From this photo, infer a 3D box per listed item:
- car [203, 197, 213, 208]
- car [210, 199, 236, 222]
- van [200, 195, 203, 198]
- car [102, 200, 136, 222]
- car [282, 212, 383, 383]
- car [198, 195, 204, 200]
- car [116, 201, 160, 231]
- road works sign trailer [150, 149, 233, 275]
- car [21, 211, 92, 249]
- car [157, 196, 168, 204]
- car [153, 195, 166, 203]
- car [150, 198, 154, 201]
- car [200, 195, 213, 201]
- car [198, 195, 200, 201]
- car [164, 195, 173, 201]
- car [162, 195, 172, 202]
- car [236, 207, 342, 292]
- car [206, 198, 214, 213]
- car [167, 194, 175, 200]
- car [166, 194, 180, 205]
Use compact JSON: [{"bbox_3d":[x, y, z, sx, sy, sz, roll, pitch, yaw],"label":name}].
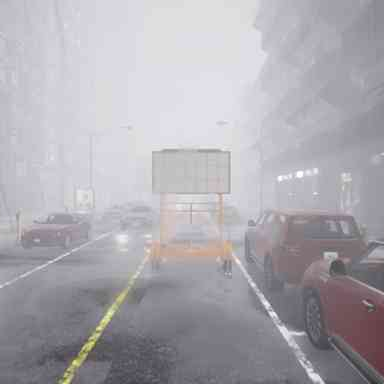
[{"bbox_3d":[2.626,1.548,37.121,2.008,1.369,4.403,1,0,0],"label":"car"},{"bbox_3d":[2.649,1.527,25.978,1.752,1.417,4.829,1,0,0],"label":"car"},{"bbox_3d":[2.595,1.328,54.092,1.690,1.788,3.998,1,0,0],"label":"van"},{"bbox_3d":[-5.733,1.584,25.825,1.802,1.307,4.206,1,0,0],"label":"car"},{"bbox_3d":[2.697,1.316,3.181,2.192,1.841,5.009,1,0,0],"label":"car"},{"bbox_3d":[2.513,1.528,93.688,1.802,1.307,4.206,1,0,0],"label":"car"},{"bbox_3d":[-3.143,1.528,20.752,1.812,1.442,4.674,0,0,0],"label":"car"},{"bbox_3d":[-0.020,0.466,10.397,2.380,3.560,2.880,0,0,0],"label":"road works sign trailer"},{"bbox_3d":[-5.709,1.547,14.511,1.887,1.381,4.507,1,0,0],"label":"car"},{"bbox_3d":[-5.811,1.560,65.424,1.802,1.307,4.206,1,0,0],"label":"car"},{"bbox_3d":[-5.787,1.427,54.111,1.967,1.590,4.097,1,0,0],"label":"car"},{"bbox_3d":[-5.755,1.563,37.138,1.947,1.339,4.313,1,0,0],"label":"car"},{"bbox_3d":[2.603,1.556,48.435,1.947,1.339,4.313,1,0,0],"label":"car"},{"bbox_3d":[2.546,1.549,76.718,1.802,1.307,4.206,1,0,0],"label":"car"},{"bbox_3d":[-5.845,1.543,82.392,1.802,1.307,4.206,1,0,0],"label":"car"},{"bbox_3d":[-5.832,1.407,76.737,1.967,1.590,4.097,1,0,0],"label":"car"},{"bbox_3d":[2.685,1.317,8.838,2.192,1.841,5.009,1,0,0],"label":"car"},{"bbox_3d":[2.637,1.566,31.464,1.947,1.339,4.313,1,0,0],"label":"car"},{"bbox_3d":[-5.865,1.387,93.707,1.967,1.590,4.097,1,0,0],"label":"car"},{"bbox_3d":[-3.194,1.459,60.855,1.882,1.535,5.008,0,0,0],"label":"car"}]
